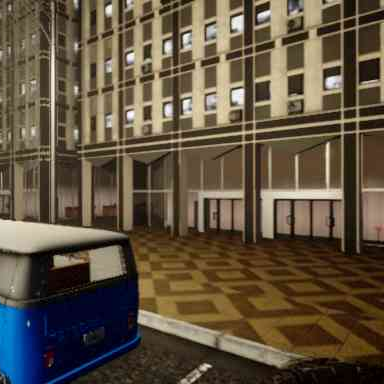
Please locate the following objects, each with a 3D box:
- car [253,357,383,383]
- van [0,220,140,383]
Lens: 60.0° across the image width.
[{"bbox_3d":[2.073,1.567,1.401,4.313,1.339,1.947,0,0,35],"label":"car"},{"bbox_3d":[-2.569,1.340,4.698,3.998,1.788,1.690,0,0,35],"label":"van"}]
